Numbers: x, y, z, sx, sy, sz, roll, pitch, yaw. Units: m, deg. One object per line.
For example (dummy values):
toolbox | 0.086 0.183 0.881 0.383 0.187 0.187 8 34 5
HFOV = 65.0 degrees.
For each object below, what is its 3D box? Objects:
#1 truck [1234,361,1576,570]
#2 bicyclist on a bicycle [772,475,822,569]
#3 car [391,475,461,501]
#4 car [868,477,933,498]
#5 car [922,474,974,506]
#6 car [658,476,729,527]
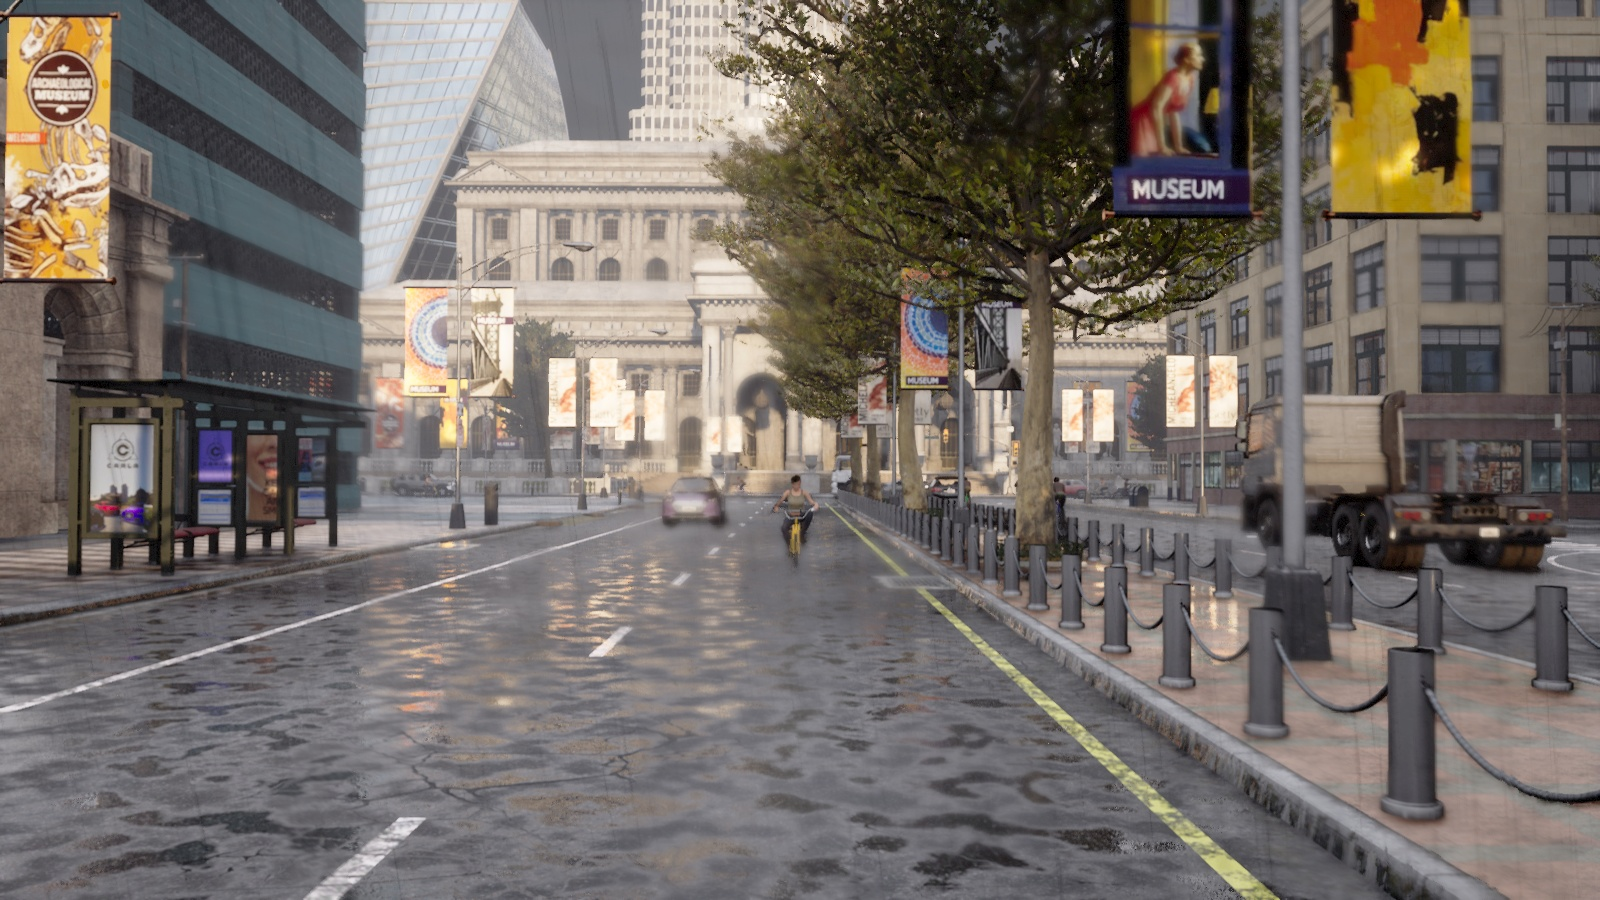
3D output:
truck | 11.438 0.344 24.872 2.891 3.462 7.936 0 -1 0
bicyclist on a bicycle | -0.057 1.254 22.400 0.866 1.612 1.509 0 -1 0
car | -27.834 2.814 93.547 4.605 1.855 1.932 0 -1 0
car | 7.509 2.807 93.800 4.514 1.525 2.007 0 -1 -28
car | 7.841 2.114 67.063 2.242 1.667 4.611 0 -1 0
car | -3.601 1.720 43.174 2.033 1.649 4.856 0 -1 0
